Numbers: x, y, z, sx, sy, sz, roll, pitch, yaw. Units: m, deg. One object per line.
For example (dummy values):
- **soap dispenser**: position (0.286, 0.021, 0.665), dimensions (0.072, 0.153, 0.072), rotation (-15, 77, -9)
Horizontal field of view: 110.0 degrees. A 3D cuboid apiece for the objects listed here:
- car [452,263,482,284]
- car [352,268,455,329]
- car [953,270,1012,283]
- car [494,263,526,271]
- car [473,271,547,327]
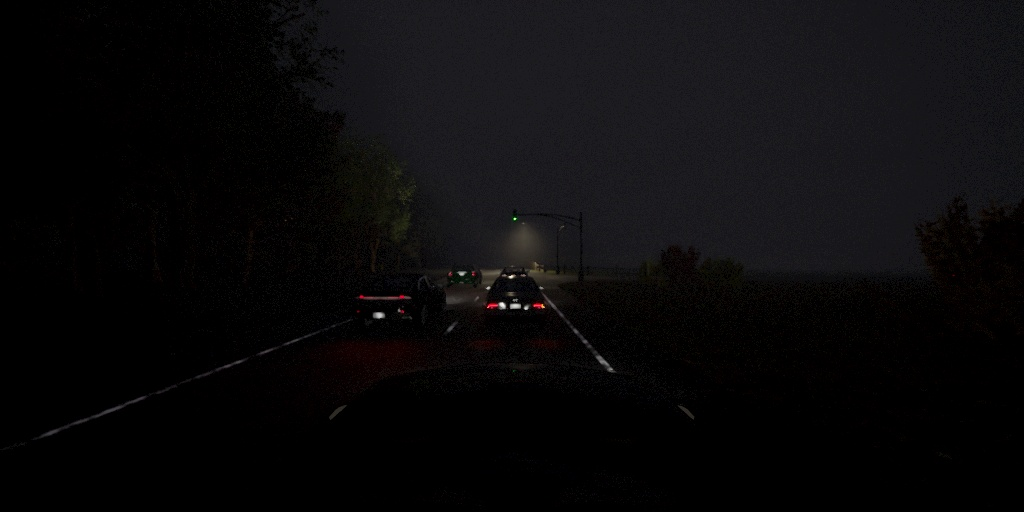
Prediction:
- **car**: position (-3.408, 1.294, 26.489), dimensions (2.097, 1.767, 4.553), rotation (0, -1, 0)
- **car**: position (-3.401, 1.318, 11.583), dimensions (2.128, 1.511, 4.902), rotation (0, -1, 0)
- **car**: position (50.194, 2.173, 38.212), dimensions (4.718, 1.301, 1.895), rotation (1, -1, 0)
- **car**: position (0.176, 1.415, 24.032), dimensions (2.128, 1.511, 4.902), rotation (0, 0, 2)
- **car**: position (0.096, 1.377, 11.890), dimensions (2.033, 1.411, 5.357), rotation (0, 0, 0)
